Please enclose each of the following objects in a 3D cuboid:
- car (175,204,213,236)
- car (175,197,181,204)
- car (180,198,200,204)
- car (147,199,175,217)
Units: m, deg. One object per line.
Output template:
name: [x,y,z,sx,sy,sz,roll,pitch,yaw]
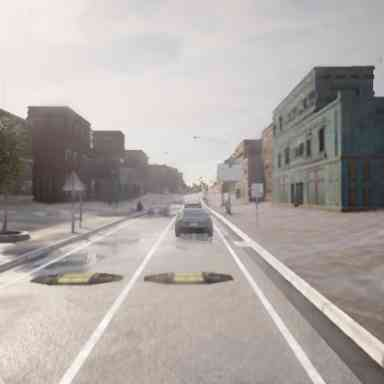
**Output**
car: [0.102,1.565,18.306,1.994,1.385,4.181,0,0,0]
car: [-2.995,1.892,72.822,2.128,1.511,4.902,0,1,0]
car: [0.102,1.639,36.056,2.128,1.511,4.902,0,-1,0]
car: [-3.093,1.571,31.704,2.128,1.511,4.902,0,-1,0]
